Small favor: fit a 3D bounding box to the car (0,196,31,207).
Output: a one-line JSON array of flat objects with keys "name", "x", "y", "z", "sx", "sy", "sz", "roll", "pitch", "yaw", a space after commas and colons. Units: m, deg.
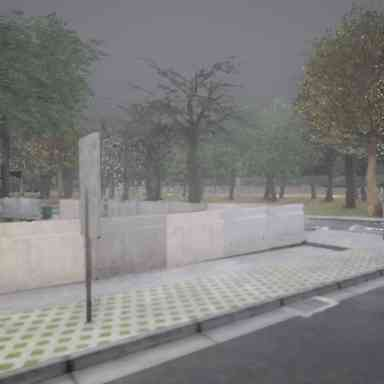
[{"name": "car", "x": -19.619, "y": 1.151, "z": 36.269, "sx": 4.902, "sy": 1.511, "sz": 2.128, "roll": 0, "pitch": 1, "yaw": 32}]
